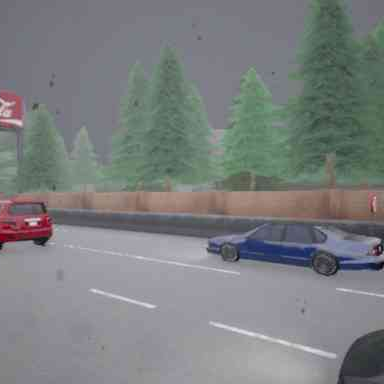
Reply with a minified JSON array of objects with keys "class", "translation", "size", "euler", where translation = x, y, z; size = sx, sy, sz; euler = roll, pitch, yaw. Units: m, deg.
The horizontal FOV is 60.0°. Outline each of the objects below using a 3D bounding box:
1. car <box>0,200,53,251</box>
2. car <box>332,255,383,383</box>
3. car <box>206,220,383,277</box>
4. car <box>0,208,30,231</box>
[{"class":"car","translation":[-8.452,1.369,14.861],"size":[5.566,2.045,2.150],"euler":[0,0,37]},{"class":"car","translation":[3.355,1.505,1.688],"size":[4.892,1.490,1.837],"euler":[0,0,35]},{"class":"car","translation":[3.063,1.612,10.504],"size":[5.357,1.411,2.033],"euler":[-1,-1,37]},{"class":"car","translation":[-13.358,1.829,23.017],"size":[4.718,1.301,1.895],"euler":[-1,-1,37]}]
